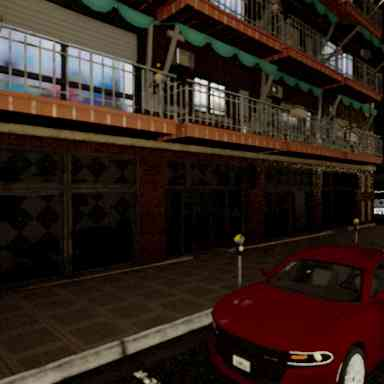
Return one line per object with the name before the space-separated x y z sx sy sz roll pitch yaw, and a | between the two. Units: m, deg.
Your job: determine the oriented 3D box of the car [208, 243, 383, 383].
car | 2.173 1.542 4.987 4.507 1.381 1.887 0 0 -42
